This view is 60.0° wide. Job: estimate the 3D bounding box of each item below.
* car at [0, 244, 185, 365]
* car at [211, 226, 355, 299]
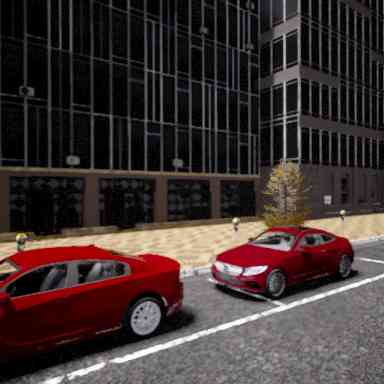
[{"bbox_3d":[-2.229,1.537,4.967,4.507,1.381,1.887,-1,0,-35],"label":"car"},{"bbox_3d":[2.408,1.531,8.271,4.206,1.307,1.802,-1,0,-35],"label":"car"}]
